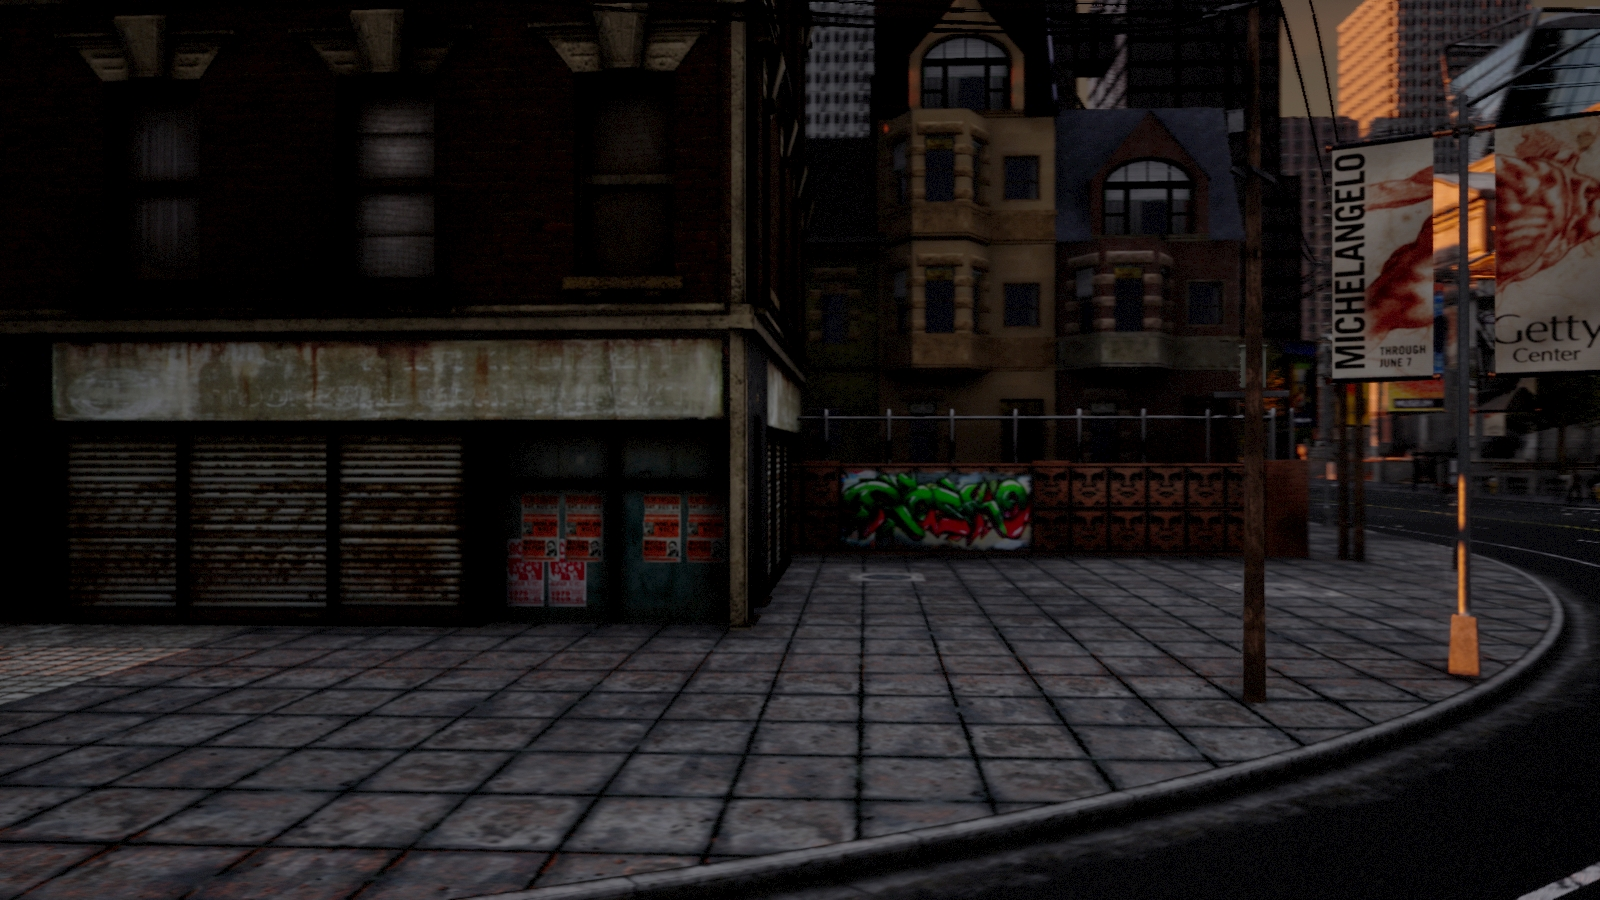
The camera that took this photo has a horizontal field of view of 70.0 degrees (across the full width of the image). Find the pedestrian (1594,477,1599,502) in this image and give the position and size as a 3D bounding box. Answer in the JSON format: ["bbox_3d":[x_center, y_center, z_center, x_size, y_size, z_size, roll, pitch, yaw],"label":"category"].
[{"bbox_3d":[41.516,2.055,59.313,0.375,1.300,0.375,0,0,8],"label":"pedestrian"}]

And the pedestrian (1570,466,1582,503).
[{"bbox_3d":[39.647,1.775,58.367,0.375,1.860,0.375,0,0,-1],"label":"pedestrian"}]
